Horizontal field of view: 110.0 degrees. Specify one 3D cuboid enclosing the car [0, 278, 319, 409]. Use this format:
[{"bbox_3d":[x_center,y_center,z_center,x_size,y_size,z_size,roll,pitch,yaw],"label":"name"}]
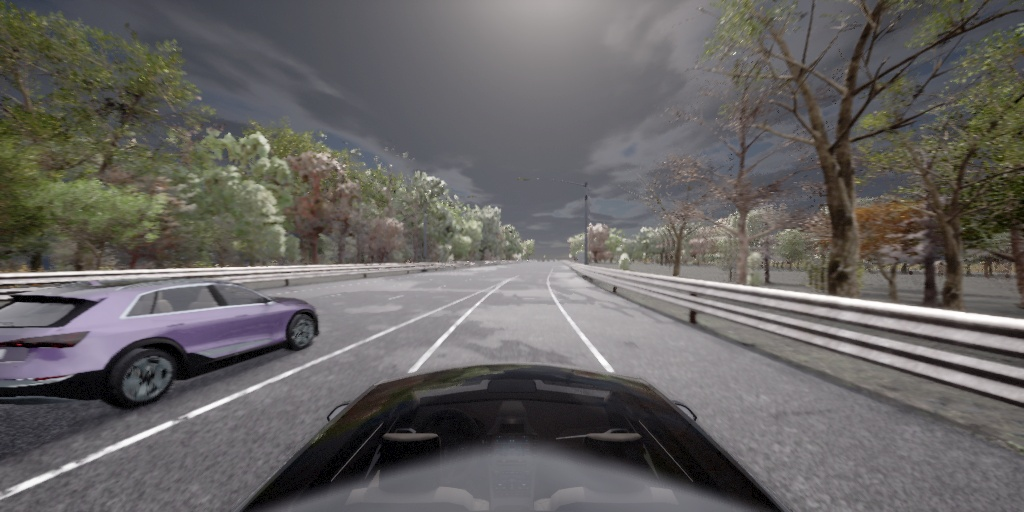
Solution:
[{"bbox_3d":[-5.554,1.173,6.227,2.033,1.649,4.856,0,0,7],"label":"car"}]
